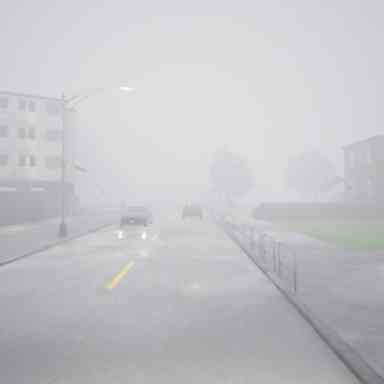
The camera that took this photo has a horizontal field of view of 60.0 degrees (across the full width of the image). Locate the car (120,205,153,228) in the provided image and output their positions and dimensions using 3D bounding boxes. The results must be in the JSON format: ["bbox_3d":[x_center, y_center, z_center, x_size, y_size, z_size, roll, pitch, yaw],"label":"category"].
[{"bbox_3d":[-3.994,1.730,24.544,1.882,1.535,5.008,0,0,0],"label":"car"}]

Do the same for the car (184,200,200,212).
[{"bbox_3d":[0.045,1.889,45.379,2.128,1.511,4.902,0,-1,0],"label":"car"}]

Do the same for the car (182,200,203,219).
[{"bbox_3d":[0.018,1.772,31.967,2.128,1.511,4.902,0,0,0],"label":"car"}]
